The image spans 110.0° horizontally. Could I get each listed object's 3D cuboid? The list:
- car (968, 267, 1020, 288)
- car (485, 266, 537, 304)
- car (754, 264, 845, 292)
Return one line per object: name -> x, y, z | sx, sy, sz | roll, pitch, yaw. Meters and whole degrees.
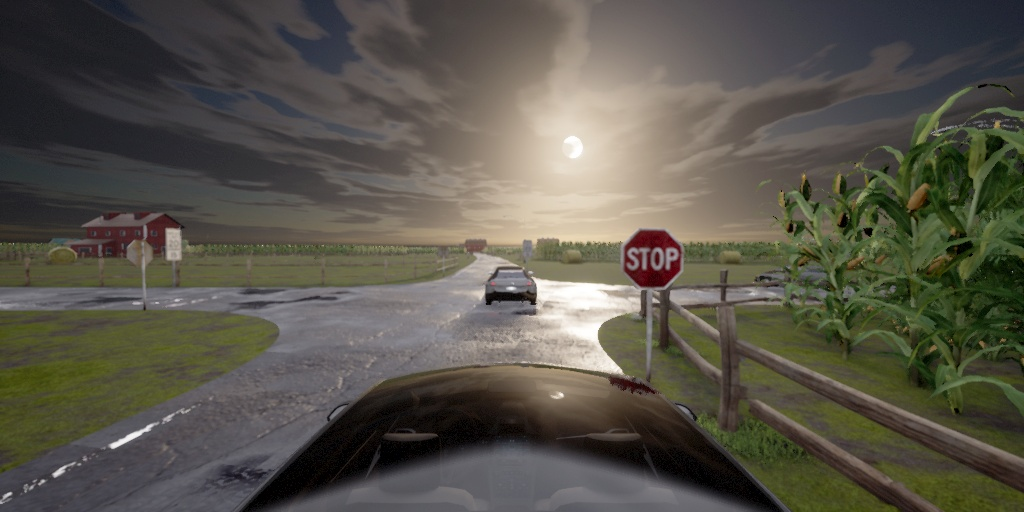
car -> 27.431, 1.141, 21.198 | 4.674, 1.442, 1.812 | 0, 2, -8
car -> -0.057, 1.110, 14.889 | 1.994, 1.385, 4.181 | 0, 1, -1
car -> 15.636, 1.129, 19.591 | 4.181, 1.385, 1.994 | 0, 2, -7
